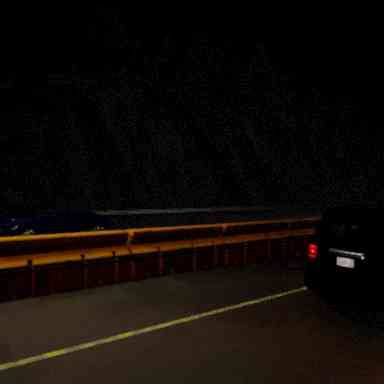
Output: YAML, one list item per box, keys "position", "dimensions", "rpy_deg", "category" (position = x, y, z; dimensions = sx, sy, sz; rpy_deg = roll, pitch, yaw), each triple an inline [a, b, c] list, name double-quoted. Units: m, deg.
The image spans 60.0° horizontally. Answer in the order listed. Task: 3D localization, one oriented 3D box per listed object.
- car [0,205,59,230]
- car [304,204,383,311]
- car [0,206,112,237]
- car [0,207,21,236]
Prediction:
- position: [-11.658, 1.587, 21.404]
  dimensions: [5.357, 1.411, 2.033]
  rpy_deg: [1, 0, -35]
  category: "car"
- position: [4.754, 1.288, 7.138]
  dimensions: [5.566, 2.045, 2.150]
  rpy_deg: [0, 0, -36]
  category: "car"
- position: [-6.515, 1.522, 16.460]
  dimensions: [5.008, 1.535, 1.882]
  rpy_deg: [1, 0, -35]
  category: "car"
- position: [-11.594, 1.543, 17.171]
  dimensions: [4.674, 1.442, 1.812]
  rpy_deg: [1, -1, -35]
  category: "car"
